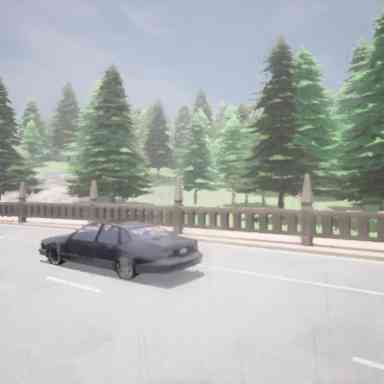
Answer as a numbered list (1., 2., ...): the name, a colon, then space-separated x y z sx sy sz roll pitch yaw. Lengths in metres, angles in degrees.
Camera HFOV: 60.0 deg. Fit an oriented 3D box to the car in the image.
1. car: -2.300 1.538 9.857 5.357 1.411 2.033 0 0 34
